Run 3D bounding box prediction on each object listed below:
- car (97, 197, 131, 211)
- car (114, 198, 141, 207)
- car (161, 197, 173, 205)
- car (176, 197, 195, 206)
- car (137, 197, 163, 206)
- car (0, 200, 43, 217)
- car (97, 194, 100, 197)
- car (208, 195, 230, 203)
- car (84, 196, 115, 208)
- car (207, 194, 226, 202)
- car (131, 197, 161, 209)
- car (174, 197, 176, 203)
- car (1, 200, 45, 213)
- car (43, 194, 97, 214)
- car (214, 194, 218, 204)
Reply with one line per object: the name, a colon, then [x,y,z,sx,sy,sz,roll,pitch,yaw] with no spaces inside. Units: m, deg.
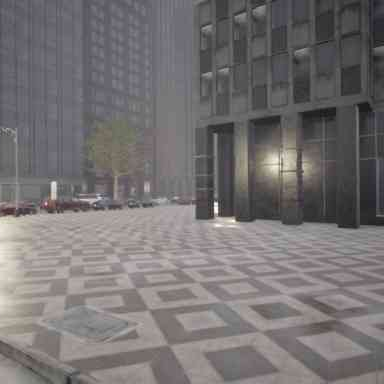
car: [-9.729,1.524,39.199,1.947,1.339,4.313,-1,0,35]
car: [-10.326,1.612,53.327,1.802,1.307,4.206,-1,0,35]
car: [-5.735,1.513,55.042,1.812,1.442,4.674,-1,-1,35]
car: [-0.111,1.462,53.114,1.887,1.381,4.507,-1,0,35]
car: [-7.217,1.544,57.826,1.752,1.417,4.829,-1,0,35]
car: [-16.141,1.576,29.921,1.802,1.307,4.206,-1,0,35]
car: [-14.199,1.250,42.873,2.150,2.045,5.566,-1,-1,35]
car: [5.368,1.416,65.565,2.128,1.511,4.902,-1,0,35]
car: [-13.534,1.483,48.688,1.967,1.590,4.097,-1,0,35]
car: [5.705,1.296,76.524,2.192,1.841,5.009,-1,0,35]
car: [-6.523,1.508,43.836,1.947,1.339,4.313,-1,0,35]
car: [-0.518,1.506,57.041,1.994,1.385,4.181,-1,0,34]
car: [-19.945,1.641,39.410,1.947,1.339,4.313,-1,0,35]
car: [-12.937,1.289,34.561,2.192,1.841,5.009,-1,0,35]
car: [3.093,1.222,57.754,2.192,1.841,5.009,-1,0,35]
